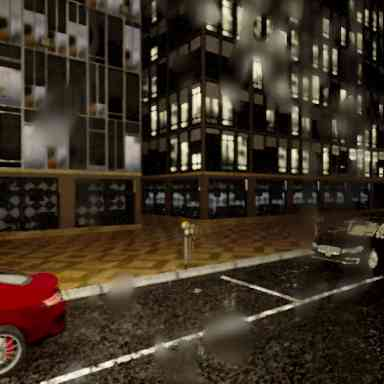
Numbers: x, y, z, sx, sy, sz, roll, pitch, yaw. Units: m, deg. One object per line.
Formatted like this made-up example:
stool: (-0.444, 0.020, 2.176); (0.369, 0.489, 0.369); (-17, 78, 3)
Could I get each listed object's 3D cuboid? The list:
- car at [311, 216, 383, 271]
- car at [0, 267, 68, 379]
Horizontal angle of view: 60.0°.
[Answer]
car: (5.569, 1.485, 10.535); (4.403, 1.369, 2.008); (0, 1, -36)
car: (-3.697, 1.587, 3.918); (4.206, 1.307, 1.802); (0, 1, -36)
